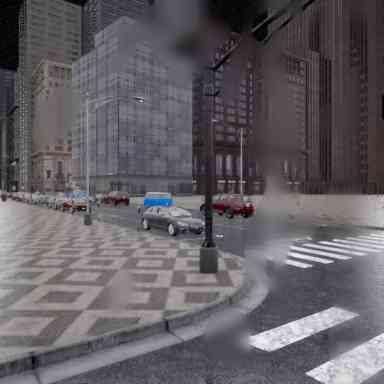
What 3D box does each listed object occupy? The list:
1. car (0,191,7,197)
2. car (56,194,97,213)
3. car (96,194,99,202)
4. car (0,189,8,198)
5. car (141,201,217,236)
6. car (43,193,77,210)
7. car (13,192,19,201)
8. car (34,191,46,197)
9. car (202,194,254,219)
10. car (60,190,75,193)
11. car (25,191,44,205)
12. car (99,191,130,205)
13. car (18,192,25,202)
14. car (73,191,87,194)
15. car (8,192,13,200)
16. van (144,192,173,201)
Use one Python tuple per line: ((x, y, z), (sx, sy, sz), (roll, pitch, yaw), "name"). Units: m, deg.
((-45.374, 0.482, 79.020), (1.752, 1.417, 4.829), (1, 0, -36), "car")
((-10.580, 1.139, 30.287), (1.887, 1.381, 4.507), (1, 0, -36), "car")
((-13.154, 0.934, 48.564), (2.008, 1.369, 4.403), (1, 0, -36), "car")
((-39.130, 0.611, 70.273), (1.947, 1.339, 4.313), (1, 0, -36), "car")
((-1.065, 1.367, 16.959), (2.008, 1.369, 4.403), (1, 0, -36), "car")
((-13.752, 1.074, 34.729), (2.008, 1.369, 4.403), (1, 0, -36), "car")
((-26.440, 0.702, 52.502), (1.967, 1.590, 4.097), (1, 0, -36), "car")
((-38.534, 0.495, 84.109), (1.887, 1.381, 4.507), (0, 0, -36), "car")
((2.712, 1.050, 26.345), (2.192, 1.841, 5.009), (1, 0, -36), "car")
((-21.923, 0.778, 56.405), (1.812, 1.442, 4.674), (0, 1, -35), "car")
((-20.097, 0.939, 43.616), (2.008, 1.369, 4.403), (1, 0, -36), "car")
((-9.978, 0.766, 44.119), (2.192, 1.841, 5.009), (1, 0, -36), "car")
((-23.269, 0.874, 48.059), (2.008, 1.369, 4.403), (1, 0, -36), "car")
((-16.199, 0.967, 48.388), (1.895, 1.301, 4.718), (0, 1, -36), "car")
((-29.613, 0.747, 56.945), (1.887, 1.381, 4.507), (1, 0, -36), "car")
((-3.633, 0.930, 35.232), (1.690, 1.788, 3.998), (1, 0, -36), "van")
